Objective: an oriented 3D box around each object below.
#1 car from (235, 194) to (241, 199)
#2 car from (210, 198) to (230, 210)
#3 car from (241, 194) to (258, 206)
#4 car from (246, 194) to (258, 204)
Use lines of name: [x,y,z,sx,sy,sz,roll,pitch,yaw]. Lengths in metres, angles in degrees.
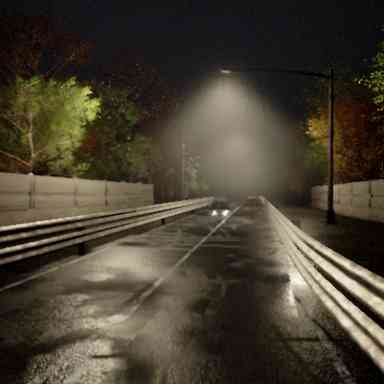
car: [11.173,1.165,78.765,1.812,1.442,4.674,0,-1,11]
car: [3.374,1.355,38.804,1.994,1.385,4.181,0,0,11]
car: [8.736,1.302,48.982,2.128,1.511,4.902,0,0,11]
car: [10.685,1.205,59.081,2.097,1.767,4.553,0,0,11]
